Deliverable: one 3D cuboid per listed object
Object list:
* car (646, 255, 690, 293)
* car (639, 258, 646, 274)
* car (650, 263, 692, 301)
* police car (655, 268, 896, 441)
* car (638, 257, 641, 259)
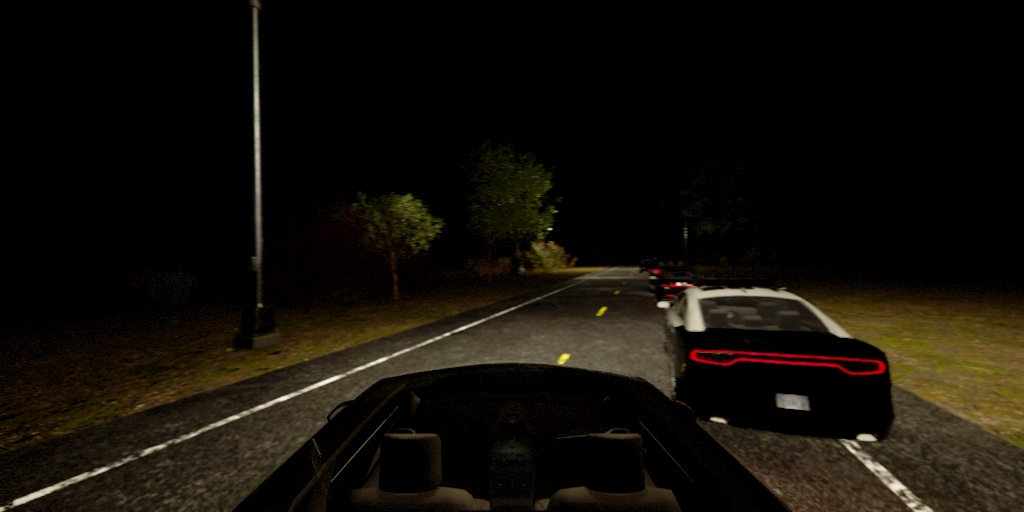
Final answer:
[{"bbox_3d":[9.037,0.957,20.632,2.150,2.045,5.566,-2,-1,20],"label":"car"},{"bbox_3d":[16.093,1.294,42.375,1.812,1.442,4.674,-2,0,21],"label":"car"},{"bbox_3d":[6.934,1.232,14.980,1.837,1.490,4.892,-2,-1,20],"label":"car"},{"bbox_3d":[3.472,1.137,5.716,1.930,1.638,5.238,-2,-1,20],"label":"police car"},{"bbox_3d":[20.197,1.247,53.466,1.882,1.535,5.008,-2,-1,20],"label":"car"}]
